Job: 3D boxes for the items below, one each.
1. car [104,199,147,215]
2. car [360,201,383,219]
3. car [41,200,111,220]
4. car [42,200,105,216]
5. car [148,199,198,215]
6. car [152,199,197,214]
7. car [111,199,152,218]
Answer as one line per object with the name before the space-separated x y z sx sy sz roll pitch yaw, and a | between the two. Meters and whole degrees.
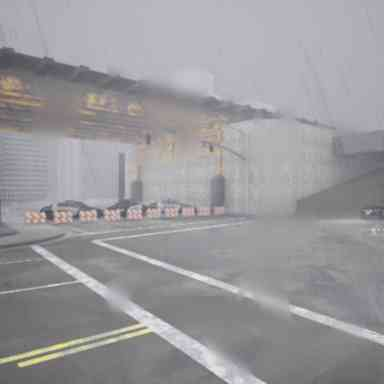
car | -5.865 1.300 30.039 1.853 1.218 4.536 0 0 18
car | 16.993 1.544 29.875 4.902 1.511 2.128 0 0 -37
car | -9.626 1.447 27.304 4.974 1.542 2.038 0 0 8
car | -9.677 1.290 27.311 4.536 1.218 1.853 0 0 8
car | -1.970 1.468 33.748 4.974 1.542 2.038 0 0 -7
car | -2.022 1.310 33.742 4.536 1.218 1.853 0 0 -7
car | -5.881 1.457 29.989 2.038 1.542 4.974 0 0 18
